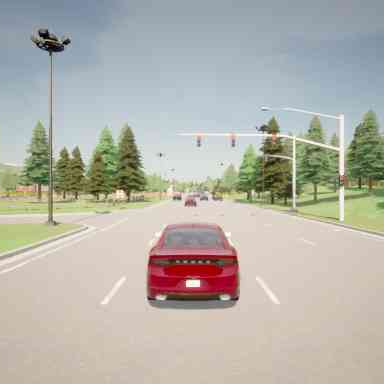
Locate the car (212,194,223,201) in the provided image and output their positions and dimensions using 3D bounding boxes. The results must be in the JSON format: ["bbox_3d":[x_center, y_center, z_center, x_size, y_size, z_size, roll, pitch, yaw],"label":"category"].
[{"bbox_3d":[6.676,1.516,83.640,2.128,1.511,4.902,0,0,0],"label":"car"}]

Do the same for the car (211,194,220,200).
[{"bbox_3d":[6.636,1.372,94.060,2.033,1.411,5.357,0,0,0],"label":"car"}]

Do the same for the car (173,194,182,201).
[{"bbox_3d":[-3.824,1.469,83.599,1.882,1.535,5.008,0,0,0],"label":"car"}]

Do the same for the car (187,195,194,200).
[{"bbox_3d":[-0.364,1.427,94.062,1.895,1.301,4.718,0,0,0],"label":"car"}]

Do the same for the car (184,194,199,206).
[{"bbox_3d":[-0.204,1.525,53.000,1.812,1.442,4.674,0,0,0],"label":"car"}]

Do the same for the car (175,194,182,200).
[{"bbox_3d":[-3.864,1.310,94.019,1.882,1.535,5.008,0,0,0],"label":"car"}]

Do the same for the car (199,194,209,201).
[{"bbox_3d":[3.175,1.516,84.043,1.812,1.442,4.674,0,0,0],"label":"car"}]

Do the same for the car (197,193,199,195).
[{"bbox_3d":[3.136,1.357,94.046,2.128,1.511,4.902,0,0,0],"label":"car"}]

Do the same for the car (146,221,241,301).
[{"bbox_3d":[0.031,1.478,8.398,1.882,1.535,5.008,0,0,0],"label":"car"}]
